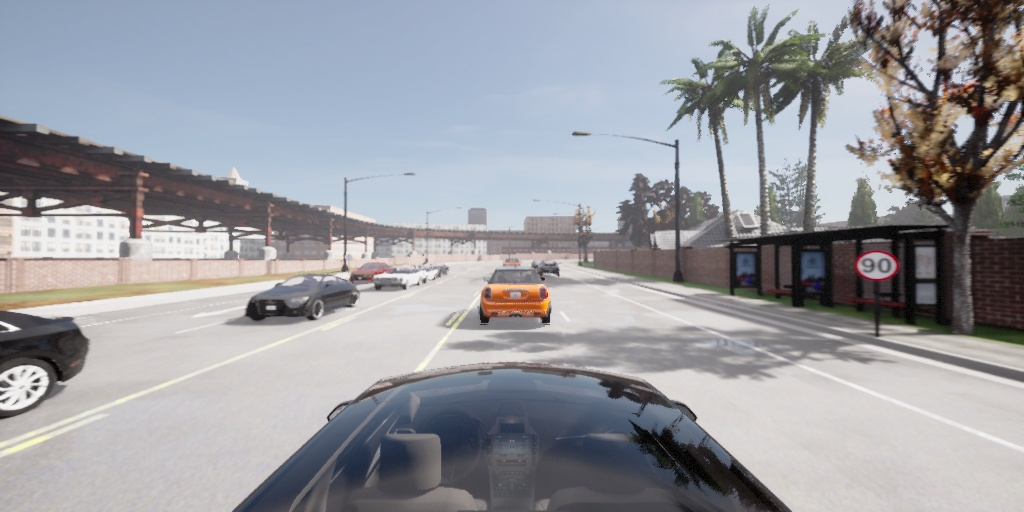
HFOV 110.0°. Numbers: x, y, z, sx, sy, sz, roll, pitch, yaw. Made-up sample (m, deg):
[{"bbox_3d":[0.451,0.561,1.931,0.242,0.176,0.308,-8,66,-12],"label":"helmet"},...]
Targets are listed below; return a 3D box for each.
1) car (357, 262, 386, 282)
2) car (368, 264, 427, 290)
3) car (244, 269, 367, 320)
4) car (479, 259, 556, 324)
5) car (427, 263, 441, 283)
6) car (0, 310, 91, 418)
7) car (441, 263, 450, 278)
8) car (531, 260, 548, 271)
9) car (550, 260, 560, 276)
[{"bbox_3d":[-10.498,1.235,27.263,1.882,1.535,5.008,0,0,0],"label":"car"},{"bbox_3d":[-6.998,1.340,22.477,1.895,1.301,4.718,0,0,0],"label":"car"},{"bbox_3d":[-7.028,1.333,12.510,1.994,1.385,4.181,0,0,1],"label":"car"},{"bbox_3d":[0.100,1.117,12.214,2.097,1.767,4.553,0,0,0],"label":"car"},{"bbox_3d":[-6.998,1.378,27.233,1.895,1.301,4.718,0,0,0],"label":"car"},{"bbox_3d":[-7.089,1.263,3.135,1.837,1.490,4.892,0,0,0],"label":"car"},{"bbox_3d":[-6.997,1.270,32.826,1.895,1.301,4.718,0,0,0],"label":"car"},{"bbox_3d":[3.532,1.154,47.302,1.895,1.301,4.718,0,0,1],"label":"car"},{"bbox_3d":[3.510,1.140,34.802,2.128,1.511,4.902,0,1,0],"label":"car"}]
